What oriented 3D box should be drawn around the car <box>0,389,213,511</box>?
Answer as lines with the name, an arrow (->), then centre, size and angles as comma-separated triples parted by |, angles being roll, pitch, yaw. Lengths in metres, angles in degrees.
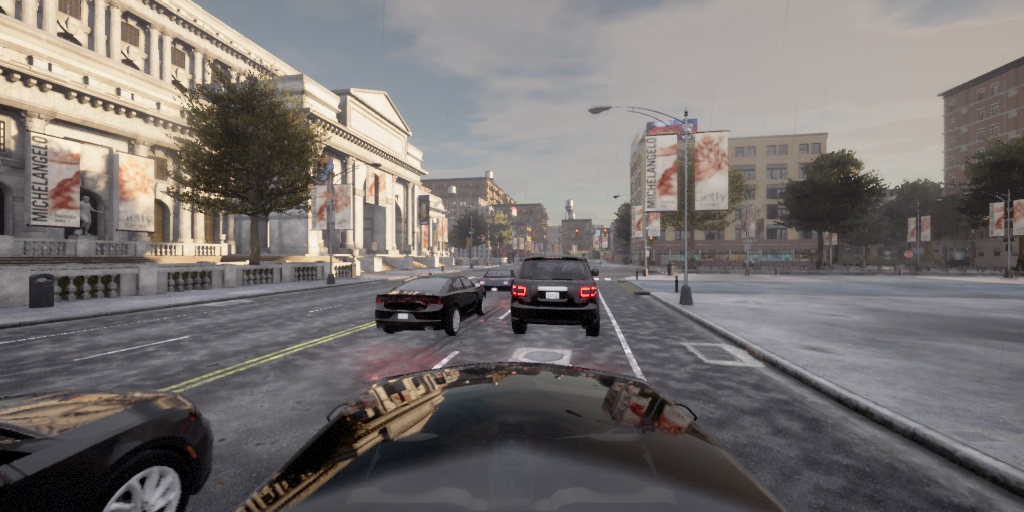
car -> -3.221, 1.256, 0.786 | 1.837, 1.490, 4.892 | 0, 0, -1

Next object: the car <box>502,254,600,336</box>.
car -> 1.381, 0.971, 10.636 | 2.150, 2.045, 5.566 | 0, 0, 10

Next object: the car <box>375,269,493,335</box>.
car -> -2.106, 1.228, 10.651 | 1.882, 1.535, 5.008 | 0, 0, 9

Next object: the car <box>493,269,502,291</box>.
car -> -0.445, 1.351, 19.772 | 1.895, 1.301, 4.718 | 0, 0, 11
